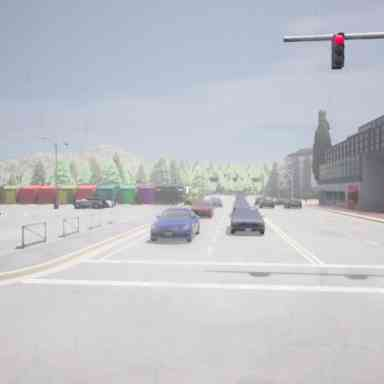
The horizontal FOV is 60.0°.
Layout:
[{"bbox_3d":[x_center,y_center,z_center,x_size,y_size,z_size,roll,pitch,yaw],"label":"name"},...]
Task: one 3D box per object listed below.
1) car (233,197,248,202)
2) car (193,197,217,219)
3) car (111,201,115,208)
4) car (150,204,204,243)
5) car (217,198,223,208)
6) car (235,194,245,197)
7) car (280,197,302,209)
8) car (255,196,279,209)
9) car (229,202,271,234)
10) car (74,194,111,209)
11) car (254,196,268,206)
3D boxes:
[{"bbox_3d":[5.110,1.544,34.329,2.033,1.411,5.357,0,0,8],"label":"car"},{"bbox_3d":[0.901,1.476,29.184,1.882,1.535,5.008,0,0,7],"label":"car"},{"bbox_3d":[-12.113,1.394,43.675,3.806,1.475,1.970,0,0,6],"label":"car"},{"bbox_3d":[-0.683,1.525,16.453,1.812,1.442,4.674,0,0,8],"label":"car"},{"bbox_3d":[3.387,1.522,47.581,1.812,1.442,4.674,0,0,8],"label":"car"},{"bbox_3d":[7.346,1.069,50.582,2.097,1.767,4.553,0,0,7],"label":"car"},{"bbox_3d":[13.793,1.487,45.502,2.128,1.511,4.902,0,0,8],"label":"car"},{"bbox_3d":[10.335,1.487,46.053,2.128,1.511,4.902,0,0,8],"label":"car"},{"bbox_3d":[3.173,1.546,19.456,2.033,1.411,5.357,0,0,7],"label":"car"},{"bbox_3d":[-12.428,1.155,40.797,3.866,1.878,1.905,0,0,6],"label":"car"},{"bbox_3d":[11.600,1.500,56.080,1.837,1.490,4.892,0,0,7],"label":"car"}]
